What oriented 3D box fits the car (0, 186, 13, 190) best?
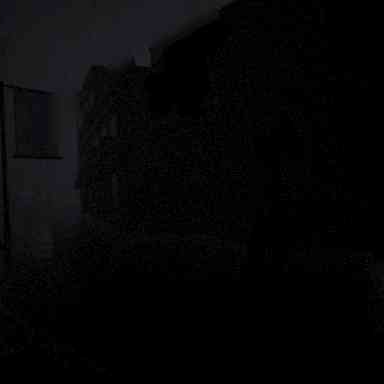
[{"bbox_3d":[-46.757,-0.717,80.765,2.231,1.521,4.892,-4,-3,6],"label":"car"}]
